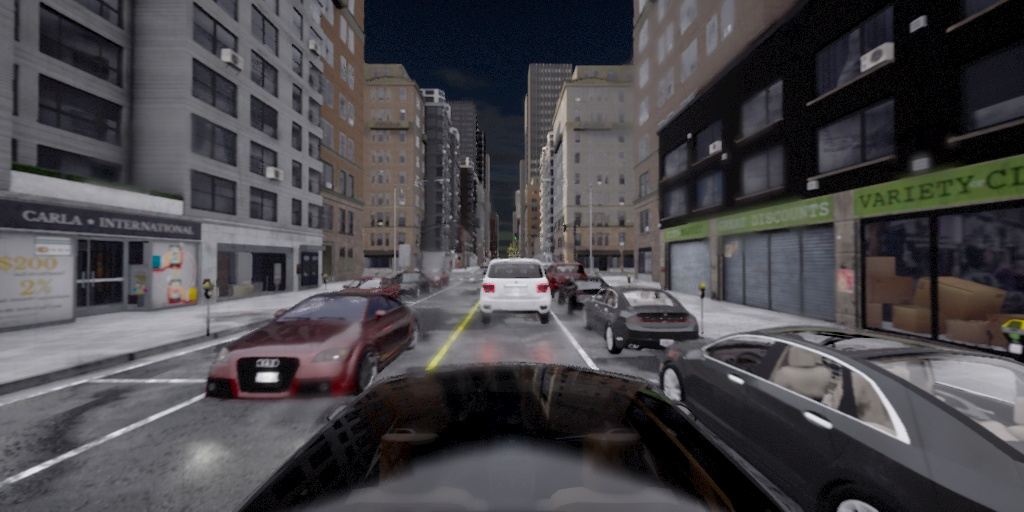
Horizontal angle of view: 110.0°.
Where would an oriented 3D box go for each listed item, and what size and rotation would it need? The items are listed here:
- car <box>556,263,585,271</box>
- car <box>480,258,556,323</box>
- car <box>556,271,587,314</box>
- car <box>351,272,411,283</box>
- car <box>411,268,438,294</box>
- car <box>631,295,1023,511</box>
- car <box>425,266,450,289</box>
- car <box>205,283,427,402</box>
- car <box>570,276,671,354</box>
[{"bbox_3d":[2.879,1.285,19.845,2.192,1.841,5.009,0,0,0],"label":"car"},{"bbox_3d":[0.111,1.109,12.921,2.150,2.045,5.566,0,0,0],"label":"car"},{"bbox_3d":[2.871,1.469,14.321,1.948,1.339,4.313,0,0,0],"label":"car"},{"bbox_3d":[-5.655,1.485,14.325,1.802,1.307,4.207,0,0,0],"label":"car"},{"bbox_3d":[-5.648,1.536,19.849,1.948,1.339,4.313,0,0,0],"label":"car"},{"bbox_3d":[2.857,1.319,3.275,2.007,1.370,4.403,0,0,0],"label":"car"},{"bbox_3d":[-5.640,1.478,25.374,1.967,1.591,4.097,0,0,0],"label":"car"},{"bbox_3d":[-3.095,1.372,6.530,1.994,1.385,4.181,0,-1,0],"label":"car"},{"bbox_3d":[2.864,1.387,8.798,2.007,1.370,4.403,0,0,0],"label":"car"}]
